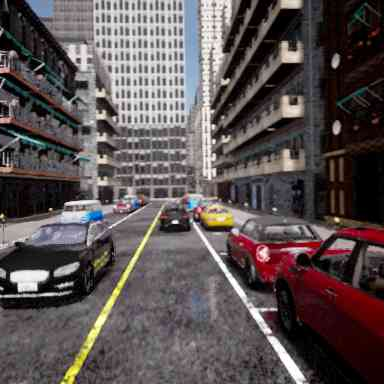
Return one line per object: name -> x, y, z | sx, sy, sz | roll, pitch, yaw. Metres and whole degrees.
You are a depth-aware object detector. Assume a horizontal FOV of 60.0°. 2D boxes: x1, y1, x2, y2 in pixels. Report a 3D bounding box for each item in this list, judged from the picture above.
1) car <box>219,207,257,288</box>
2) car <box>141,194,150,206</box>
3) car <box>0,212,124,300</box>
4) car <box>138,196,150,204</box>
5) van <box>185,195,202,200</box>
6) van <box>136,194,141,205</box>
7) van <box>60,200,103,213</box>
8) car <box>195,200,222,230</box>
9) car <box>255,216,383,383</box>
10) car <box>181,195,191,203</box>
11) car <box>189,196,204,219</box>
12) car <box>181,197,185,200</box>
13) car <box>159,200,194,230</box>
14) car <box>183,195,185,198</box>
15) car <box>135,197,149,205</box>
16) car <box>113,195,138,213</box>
car -> 2.123, 1.365, 9.108 | 1.967, 1.590, 4.097 | -2, 0, -3
car -> -8.441, 1.321, 52.920 | 2.192, 1.841, 5.009 | -2, 0, -3
car -> -3.266, 1.533, 8.759 | 2.128, 1.511, 4.902 | -1, 0, -3
car -> -9.107, 1.527, 63.998 | 1.887, 1.381, 4.507 | -2, 0, -3
van -> 0.434, 1.213, 36.801 | 1.690, 1.788, 3.998 | -2, 0, -3
van -> -7.765, 1.371, 41.842 | 1.690, 1.788, 3.998 | -2, 0, -3
van -> -6.417, 1.415, 19.687 | 1.690, 1.788, 3.998 | -2, 0, -3
car -> 1.441, 1.429, 20.355 | 1.752, 1.417, 4.829 | -2, 0, -3
car -> 2.456, 1.251, 3.568 | 2.192, 1.841, 5.009 | -2, 0, -3
car -> -1.256, 1.338, 64.666 | 1.752, 1.417, 4.829 | -2, 0, -3
car -> 1.112, 1.334, 25.724 | 1.967, 1.590, 4.097 | -2, 0, -3
car -> -2.123, 1.522, 38.375 | 1.895, 1.301, 4.718 | -1, 0, -3
car -> -1.054, 1.482, 20.596 | 1.812, 1.442, 4.674 | -1, 0, -3
car -> -0.907, 1.370, 58.957 | 1.887, 1.381, 4.507 | -2, 0, -3
car -> -8.770, 1.560, 58.460 | 1.947, 1.339, 4.313 | -2, 0, -3
car -> -7.425, 1.481, 36.304 | 1.967, 1.590, 4.097 | -2, 0, -3
